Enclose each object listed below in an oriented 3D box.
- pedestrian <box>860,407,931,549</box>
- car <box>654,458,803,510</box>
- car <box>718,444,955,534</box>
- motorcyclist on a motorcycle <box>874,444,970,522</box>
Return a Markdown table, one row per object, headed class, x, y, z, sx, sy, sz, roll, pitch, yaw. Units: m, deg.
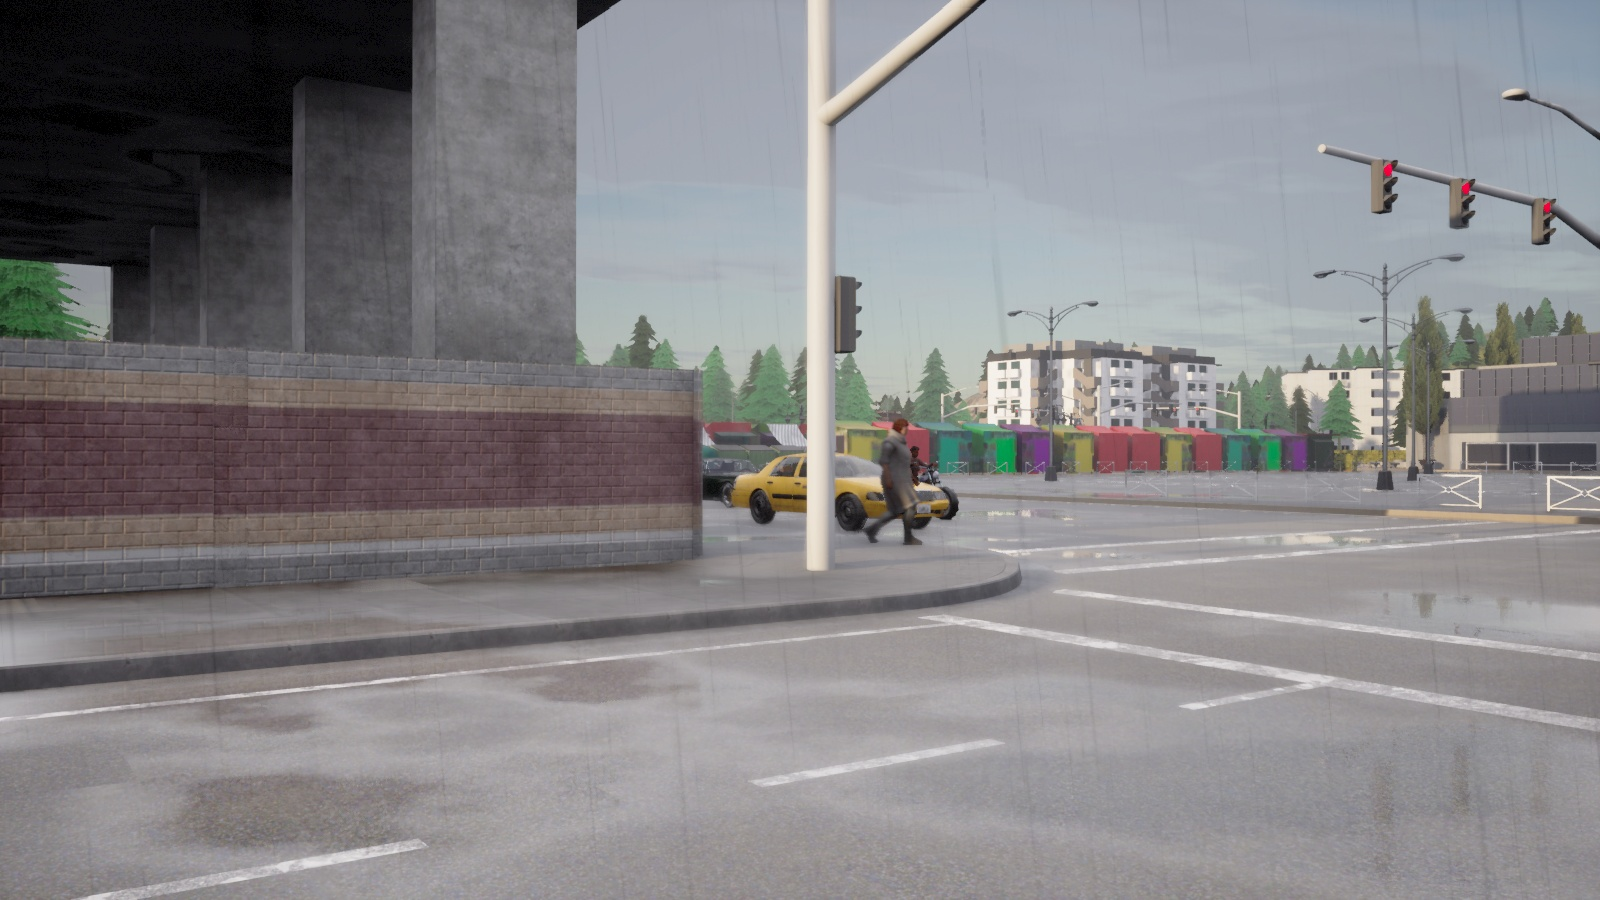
| class | x | y | z | sx | sy | sz | roll | pitch | yaw |
| --- | --- | --- | --- | --- | --- | --- | --- | --- | --- |
| pedestrian | 1.348 | 0.384 | 17.650 | 0.873 | 1.952 | 0.659 | 0 | 0 | 16 |
| car | -2.041 | 0.879 | 34.541 | 1.895 | 1.301 | 4.718 | 0 | 0 | -35 |
| car | 0.561 | 0.688 | 24.736 | 1.801 | 1.575 | 5.366 | 0 | 0 | -35 |
| motorcyclist on a motorcycle | 2.673 | 0.702 | 27.821 | 0.766 | 1.649 | 2.350 | 0 | 0 | -35 |
